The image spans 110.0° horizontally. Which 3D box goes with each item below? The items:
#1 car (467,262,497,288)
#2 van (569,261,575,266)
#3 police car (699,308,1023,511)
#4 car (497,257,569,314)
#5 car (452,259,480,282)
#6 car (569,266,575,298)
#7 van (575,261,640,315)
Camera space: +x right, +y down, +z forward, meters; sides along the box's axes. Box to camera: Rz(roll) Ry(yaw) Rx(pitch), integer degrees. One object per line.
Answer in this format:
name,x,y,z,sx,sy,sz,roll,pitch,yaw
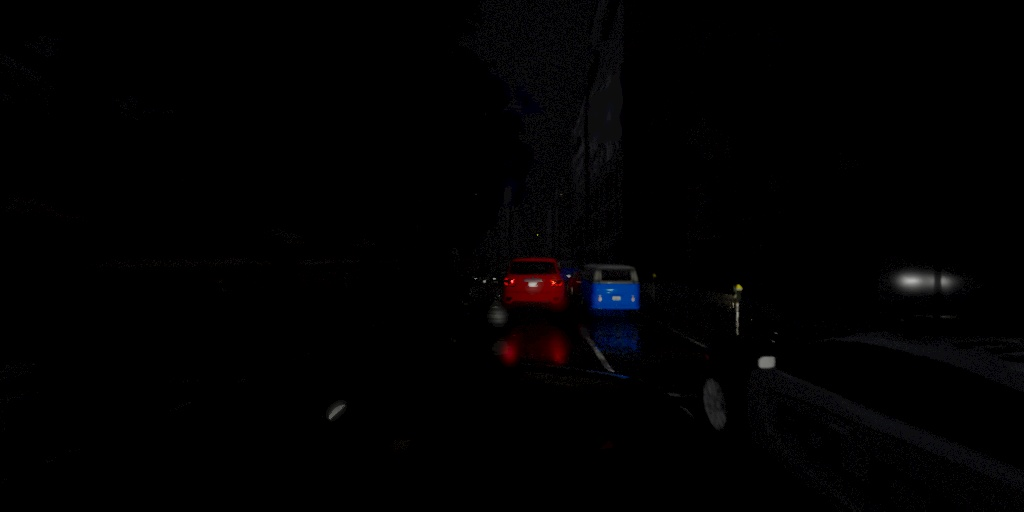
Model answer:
car,-1.591,1.386,25.194,1.837,1.490,4.892,0,0,4
van,4.742,1.281,30.678,1.690,1.789,3.998,0,0,4
police car,3.110,1.194,2.509,1.930,1.638,5.238,0,0,4
car,0.887,1.052,14.418,2.150,2.045,5.566,0,0,4
car,-3.765,1.218,31.216,2.192,1.841,5.009,0,0,4
car,3.975,1.419,19.383,1.888,1.381,4.507,0,0,4
van,3.591,1.180,13.735,1.690,1.789,3.998,0,0,4
